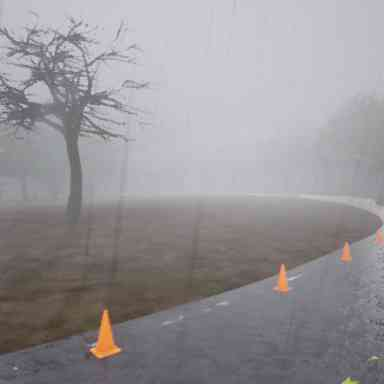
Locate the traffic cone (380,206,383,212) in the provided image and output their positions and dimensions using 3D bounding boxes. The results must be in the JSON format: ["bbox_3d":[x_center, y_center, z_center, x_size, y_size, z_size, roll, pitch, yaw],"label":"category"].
[{"bbox_3d":[18.046,1.623,31.718,0.340,0.580,0.340,-2,1,18],"label":"traffic cone"}]

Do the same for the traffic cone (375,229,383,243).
[{"bbox_3d":[8.684,2.026,15.428,0.340,0.580,0.340,-2,-1,41],"label":"traffic cone"}]

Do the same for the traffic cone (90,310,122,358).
[{"bbox_3d":[-1.250,2.010,4.826,0.340,0.580,0.340,0,-1,-39],"label":"traffic cone"}]

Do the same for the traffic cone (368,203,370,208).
[{"bbox_3d":[19.290,1.451,36.268,0.340,0.580,0.340,-2,2,12],"label":"traffic cone"}]

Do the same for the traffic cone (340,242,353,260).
[{"bbox_3d":[5.412,2.051,11.647,0.340,0.580,0.340,-2,-1,41],"label":"traffic cone"}]

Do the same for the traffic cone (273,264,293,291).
[{"bbox_3d":[2.190,2.035,8.006,0.340,0.580,0.340,-1,-1,44],"label":"traffic cone"}]

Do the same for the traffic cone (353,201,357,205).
[{"bbox_3d":[20.066,1.255,40.921,0.340,0.580,0.340,-2,2,7],"label":"traffic cone"}]

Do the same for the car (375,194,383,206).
[{"bbox_3d":[21.495,0.945,36.070,2.033,1.411,5.357,-2,2,12],"label":"car"}]
